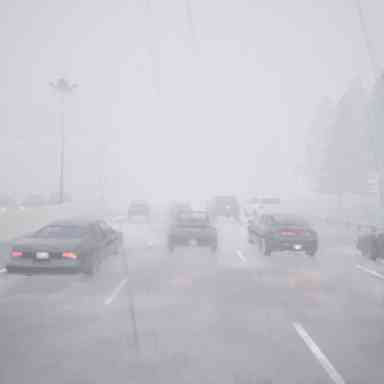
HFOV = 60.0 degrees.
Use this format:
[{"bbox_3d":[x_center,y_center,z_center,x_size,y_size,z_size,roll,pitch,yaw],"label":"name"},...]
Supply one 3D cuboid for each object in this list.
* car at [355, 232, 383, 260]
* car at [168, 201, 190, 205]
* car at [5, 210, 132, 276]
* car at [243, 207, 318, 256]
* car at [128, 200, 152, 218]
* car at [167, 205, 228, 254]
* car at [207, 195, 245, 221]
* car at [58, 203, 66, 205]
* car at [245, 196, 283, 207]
[{"bbox_3d":[7.050,1.692,10.013,2.033,1.411,5.357,1,0,0],"label":"car"},{"bbox_3d":[-1.054,1.521,29.444,2.128,1.511,4.902,1,0,-6],"label":"car"},{"bbox_3d":[-3.446,1.502,10.142,2.033,1.411,5.357,1,0,0],"label":"car"},{"bbox_3d":[3.493,1.591,13.581,1.837,1.490,4.892,1,0,-1],"label":"car"},{"bbox_3d":[-4.551,1.457,29.203,2.128,1.511,4.902,1,0,-6],"label":"car"},{"bbox_3d":[-0.013,1.514,13.738,2.128,1.511,4.902,1,0,-1],"label":"car"},{"bbox_3d":[2.571,1.317,28.503,2.150,2.045,5.566,1,0,-5],"label":"car"},{"bbox_3d":[-17.555,0.975,44.537,2.150,2.045,5.566,1,0,-11],"label":"car"},{"bbox_3d":[6.064,1.381,28.718,2.150,2.045,5.566,1,0,-5],"label":"car"}]
